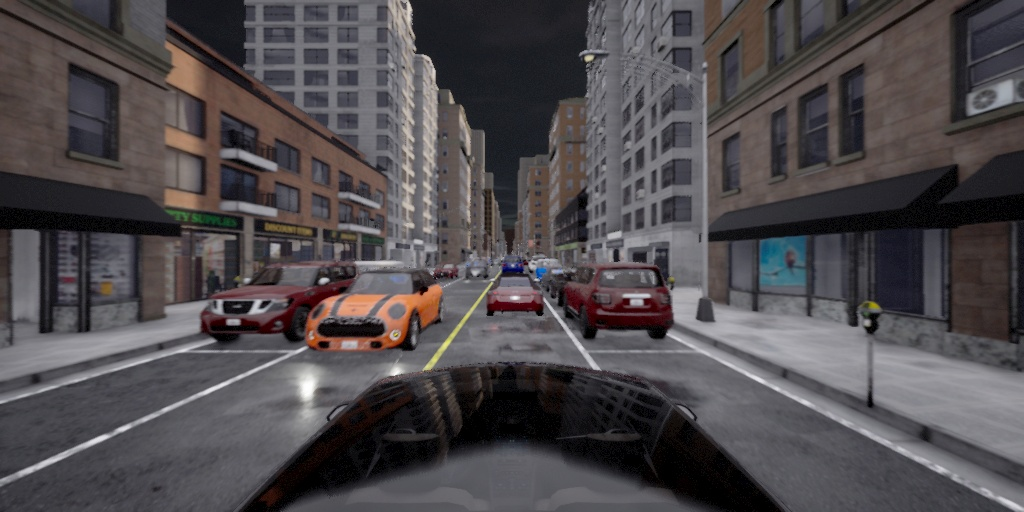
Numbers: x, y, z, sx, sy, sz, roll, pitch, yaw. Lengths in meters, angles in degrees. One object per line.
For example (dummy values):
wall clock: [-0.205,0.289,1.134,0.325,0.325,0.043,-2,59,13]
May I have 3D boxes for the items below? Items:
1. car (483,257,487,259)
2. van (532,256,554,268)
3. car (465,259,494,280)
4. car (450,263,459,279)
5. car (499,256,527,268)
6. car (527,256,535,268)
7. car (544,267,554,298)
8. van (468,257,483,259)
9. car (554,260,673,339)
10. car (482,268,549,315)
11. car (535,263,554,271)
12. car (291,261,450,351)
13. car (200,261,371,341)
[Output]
car: [-5.847,1.336,60.325,1.948,1.339,4.313,0,0,0]
van: [2.673,1.115,26.820,1.690,1.789,3.998,0,0,0]
car: [-3.012,1.268,32.080,2.128,1.511,4.902,0,0,0]
car: [-5.851,1.320,32.395,1.888,1.381,4.507,0,0,0]
car: [0.089,0.999,36.164,2.150,2.045,5.566,0,0,0]
car: [3.113,1.003,41.747,2.150,2.045,5.566,0,0,0]
car: [2.671,1.334,15.648,1.948,1.339,4.313,0,0,0]
van: [-5.848,1.113,54.739,1.690,1.789,3.998,0,0,0]
car: [2.670,1.077,10.063,2.192,1.841,5.009,0,0,0]
car: [0.103,1.330,13.651,1.994,1.385,4.181,0,0,0]
car: [2.672,1.322,21.234,2.007,1.370,4.403,0,0,0]
car: [-3.098,1.115,9.086,2.097,1.767,4.553,0,0,0]
car: [-5.856,1.076,10.049,2.192,1.841,5.009,0,0,0]
